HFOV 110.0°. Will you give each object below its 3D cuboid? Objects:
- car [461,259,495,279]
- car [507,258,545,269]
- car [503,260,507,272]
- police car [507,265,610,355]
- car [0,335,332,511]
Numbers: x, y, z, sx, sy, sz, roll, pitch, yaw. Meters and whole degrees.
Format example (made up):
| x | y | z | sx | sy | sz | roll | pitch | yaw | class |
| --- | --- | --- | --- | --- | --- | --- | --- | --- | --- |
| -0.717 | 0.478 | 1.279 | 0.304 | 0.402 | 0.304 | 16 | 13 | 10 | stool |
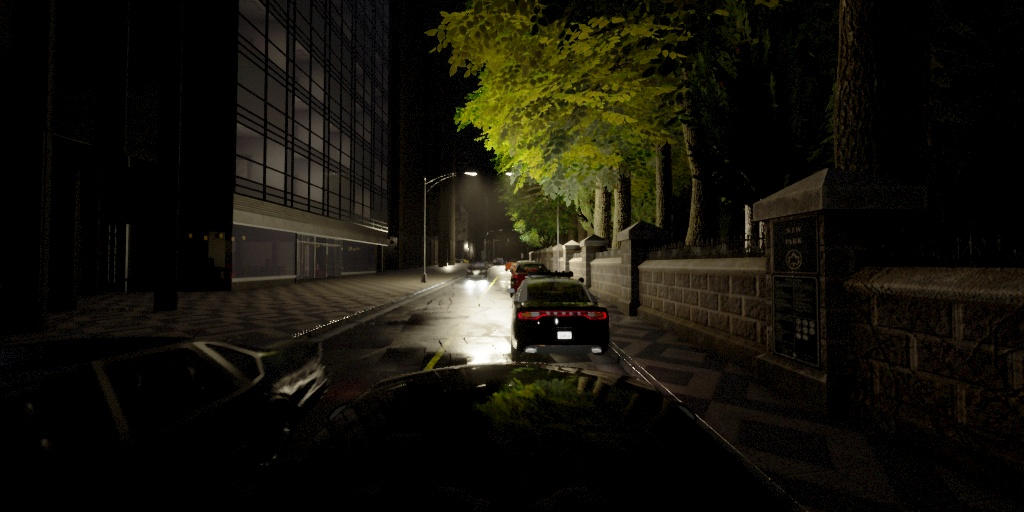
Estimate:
| x | y | z | sx | sy | sz | roll | pitch | yaw | class |
| --- | --- | --- | --- | --- | --- | --- | --- | --- | --- |
| -2.991 | 1.253 | 32.466 | 2.128 | 1.511 | 4.902 | 0 | 0 | 0 | car |
| 0.958 | 1.106 | 18.680 | 2.097 | 1.767 | 4.553 | 0 | 0 | 0 | car |
| 0.208 | 1.129 | 47.423 | 2.097 | 1.767 | 4.553 | 0 | 0 | 1 | car |
| 0.924 | 1.177 | 8.817 | 1.930 | 1.638 | 5.238 | 0 | 0 | 0 | police car |
| -3.101 | 1.297 | 1.995 | 2.033 | 1.411 | 5.357 | 0 | 0 | 0 | car |
